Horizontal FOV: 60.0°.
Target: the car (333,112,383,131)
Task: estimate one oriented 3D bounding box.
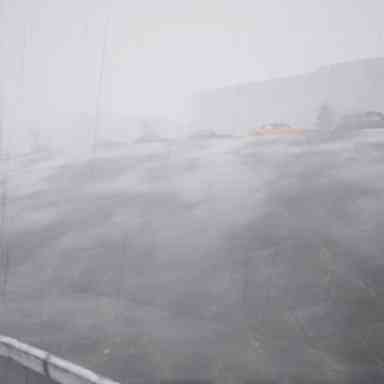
[{"bbox_3d":[10.933,-3.935,19.951,4.553,1.767,2.185,2,1,31],"label":"car"}]

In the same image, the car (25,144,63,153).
[{"bbox_3d":[-16.638,-4.763,38.199,4.553,1.767,2.185,1,1,35],"label":"car"}]

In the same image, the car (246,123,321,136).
[{"bbox_3d":[6.202,-3.963,22.805,5.008,1.535,2.097,2,1,32],"label":"car"}]

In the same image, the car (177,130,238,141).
[{"bbox_3d":[1.514,-4.078,25.771,4.674,1.452,2.002,2,1,33],"label":"car"}]

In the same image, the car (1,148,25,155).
[{"bbox_3d":[-21.155,-4.714,41.330,4.674,1.452,2.002,1,1,35],"label":"car"}]

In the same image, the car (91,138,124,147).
[{"bbox_3d":[-7.648,-4.400,31.972,4.892,1.521,2.231,1,1,35],"label":"car"}]

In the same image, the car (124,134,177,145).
[{"bbox_3d":[-3.107,-4.268,28.836,4.892,1.521,2.231,2,1,35],"label":"car"}]
